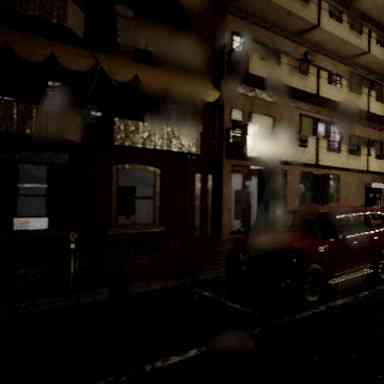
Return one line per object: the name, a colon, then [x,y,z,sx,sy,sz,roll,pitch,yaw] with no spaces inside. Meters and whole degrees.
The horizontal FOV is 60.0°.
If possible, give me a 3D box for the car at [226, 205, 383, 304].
car: [3.204,1.307,8.336,5.009,1.841,2.192,0,1,-35]
